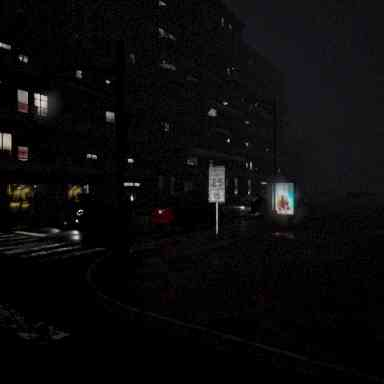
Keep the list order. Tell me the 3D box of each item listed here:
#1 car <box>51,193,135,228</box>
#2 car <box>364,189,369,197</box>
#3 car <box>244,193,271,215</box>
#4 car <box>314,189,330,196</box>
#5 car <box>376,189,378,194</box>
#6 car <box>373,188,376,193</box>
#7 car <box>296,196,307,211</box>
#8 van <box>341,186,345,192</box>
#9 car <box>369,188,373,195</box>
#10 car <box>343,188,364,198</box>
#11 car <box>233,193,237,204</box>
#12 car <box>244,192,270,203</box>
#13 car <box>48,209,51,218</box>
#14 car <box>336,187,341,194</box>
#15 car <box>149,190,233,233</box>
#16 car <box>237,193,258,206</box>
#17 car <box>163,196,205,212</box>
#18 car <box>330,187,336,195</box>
[{"bbox_3d":[-5.642,1.075,19.996,2.097,1.767,4.553,0,1,35],"label":"car"},{"bbox_3d":[31.721,0.098,63.142,1.967,1.590,4.097,1,2,35],"label":"car"},{"bbox_3d":[6.233,1.069,26.818,1.947,1.339,4.313,1,2,35],"label":"car"},{"bbox_3d":[28.004,-0.025,72.434,1.967,1.590,4.097,2,2,35],"label":"car"},{"bbox_3d":[44.464,-0.221,81.309,2.008,1.369,4.403,1,2,35],"label":"car"},{"bbox_3d":[38.093,-0.012,72.227,1.887,1.381,4.507,1,2,35],"label":"car"},{"bbox_3d":[9.419,0.964,31.359,1.947,1.339,4.313,1,2,35],"label":"car"},{"bbox_3d":[37.561,-0.446,86.052,1.690,1.788,3.998,2,2,35],"label":"van"},{"bbox_3d":[34.907,0.095,67.686,1.887,1.381,4.507,1,2,35],"label":"car"},{"bbox_3d":[28.536,0.308,58.604,1.887,1.381,4.507,1,2,35],"label":"car"},{"bbox_3d":[5.707,0.828,40.659,2.008,1.369,4.403,2,2,35],"label":"car"},{"bbox_3d":[8.892,0.754,45.199,1.802,1.307,4.206,2,2,35],"label":"car"},{"bbox_3d":[-7.032,1.009,22.492,2.192,1.841,5.009,1,2,35],"label":"car"},{"bbox_3d":[34.376,-0.240,81.515,1.967,1.590,4.097,2,2,35],"label":"car"},{"bbox_3d":[-0.137,1.026,17.730,2.192,1.841,5.009,1,2,35],"label":"car"},{"bbox_3d":[7.351,0.824,38.479,1.812,1.442,4.674,0,1,35],"label":"car"},{"bbox_3d":[-0.663,1.069,31.579,1.802,1.307,4.206,2,2,35],"label":"car"},{"bbox_3d":[31.189,-0.028,76.978,1.887,1.381,4.507,2,2,35],"label":"car"}]
